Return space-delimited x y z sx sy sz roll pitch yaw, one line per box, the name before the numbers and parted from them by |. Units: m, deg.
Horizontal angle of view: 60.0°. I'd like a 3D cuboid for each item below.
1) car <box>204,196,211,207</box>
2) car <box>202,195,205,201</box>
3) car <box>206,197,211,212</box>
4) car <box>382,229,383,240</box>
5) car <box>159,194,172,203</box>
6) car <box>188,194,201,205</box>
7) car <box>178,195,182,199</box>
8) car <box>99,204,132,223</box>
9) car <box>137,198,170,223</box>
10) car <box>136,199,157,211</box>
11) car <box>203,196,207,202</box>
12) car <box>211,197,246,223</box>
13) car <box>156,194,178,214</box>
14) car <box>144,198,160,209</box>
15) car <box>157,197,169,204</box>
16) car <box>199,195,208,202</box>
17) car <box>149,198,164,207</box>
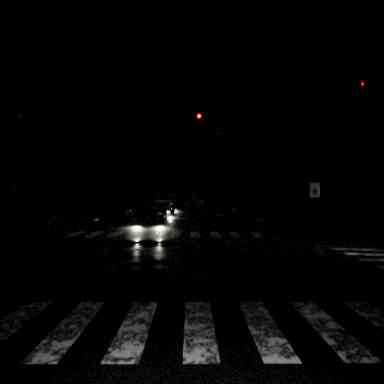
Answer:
car | 2.921 1.570 41.561 2.008 1.369 4.403 0 0 0
car | 2.964 1.469 52.474 1.967 1.590 4.097 0 0 0
car | 2.900 1.580 36.105 1.947 1.339 4.313 0 0 0
car | 10.894 1.465 13.465 5.566 2.045 2.150 1 0 3
car | -5.497 1.359 68.872 2.192 1.841 5.009 0 0 0
car | 0.322 1.599 59.222 1.994 1.385 4.181 0 0 1
car | -2.913 1.515 46.131 2.128 1.511 4.902 0 0 0
car | -5.668 1.571 25.216 1.947 1.339 4.313 0 0 0
car | -3.004 1.483 25.620 1.882 1.535 5.008 0 0 0
car | -5.604 1.570 41.587 2.008 1.369 4.403 0 0 0
car | 2.942 1.575 47.018 2.008 1.369 4.403 0 0 0
car | 2.857 1.320 25.193 2.192 1.841 5.009 0 0 0
car | -2.963 1.235 35.686 2.150 2.045 5.566 0 0 0
car | -5.583 1.606 47.044 1.802 1.307 4.206 0 0 0
car | -5.519 1.621 63.415 1.802 1.307 4.206 0 0 0
car | 2.647 1.556 75.849 1.837 1.490 4.892 0 0 0
car | -5.561 1.611 52.501 1.802 1.307 4.206 0 0 0
